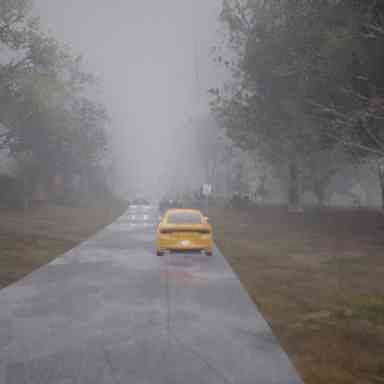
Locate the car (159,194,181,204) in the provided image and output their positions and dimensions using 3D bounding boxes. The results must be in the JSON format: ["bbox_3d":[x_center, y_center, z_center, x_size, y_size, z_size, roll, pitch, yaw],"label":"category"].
[{"bbox_3d":[-2.251,0.933,33.517,2.097,1.767,4.553,1,1,-7],"label":"car"}]

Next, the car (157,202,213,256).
[{"bbox_3d":[-0.335,1.416,12.993,1.882,1.535,5.008,1,1,-3],"label":"car"}]

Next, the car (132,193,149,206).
[{"bbox_3d":[-6.589,0.925,42.485,1.812,1.442,4.674,1,1,-10],"label":"car"}]
